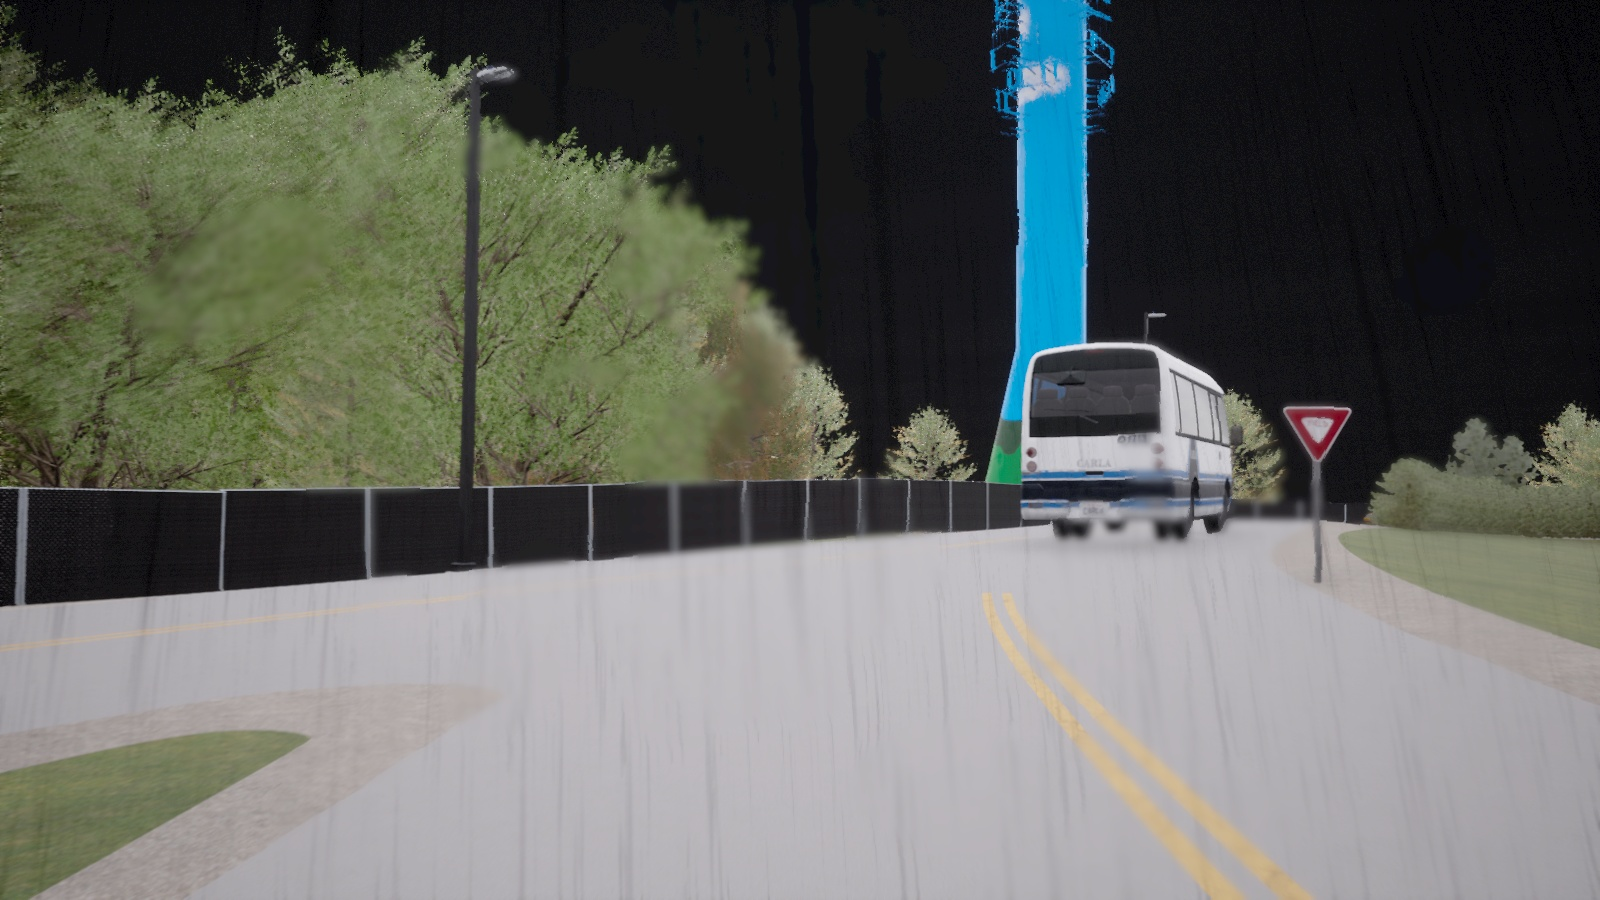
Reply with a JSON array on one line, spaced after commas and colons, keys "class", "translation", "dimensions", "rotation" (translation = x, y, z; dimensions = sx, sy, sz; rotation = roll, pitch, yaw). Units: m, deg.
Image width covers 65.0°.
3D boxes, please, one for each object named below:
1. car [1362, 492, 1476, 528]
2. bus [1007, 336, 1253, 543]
[{"class": "car", "translation": [29.814, 2.918, 60.463], "dimensions": [5.366, 1.575, 1.801], "rotation": [3, -4, -23]}, {"class": "bus", "translation": [8.577, -0.046, 31.254], "dimensions": [3.944, 4.253, 10.273], "rotation": [-2, -2, 26]}]
